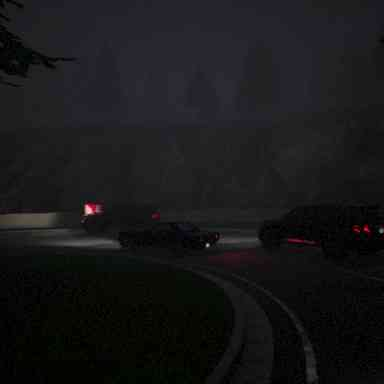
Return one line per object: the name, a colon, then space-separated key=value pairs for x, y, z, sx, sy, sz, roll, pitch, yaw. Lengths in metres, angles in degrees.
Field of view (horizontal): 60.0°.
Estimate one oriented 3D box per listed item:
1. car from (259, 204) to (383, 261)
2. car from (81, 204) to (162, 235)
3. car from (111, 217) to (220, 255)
car: x=5.253 y=1.519 z=13.917 sx=2.150 sy=2.045 sz=5.566 roll=1 pitch=-2 yaw=-31
car: x=-4.875 y=1.891 z=23.438 sx=5.566 sy=2.045 sz=2.150 roll=-1 pitch=-2 yaw=6
car: x=-1.213 y=2.017 z=15.310 sx=4.718 sy=1.301 sz=1.895 roll=-2 pitch=-2 yaw=33
